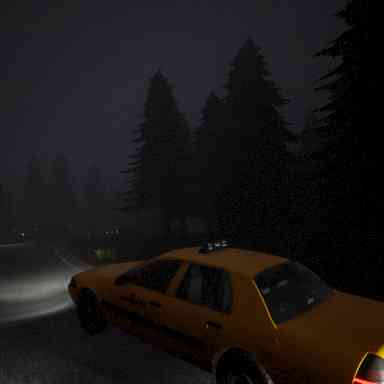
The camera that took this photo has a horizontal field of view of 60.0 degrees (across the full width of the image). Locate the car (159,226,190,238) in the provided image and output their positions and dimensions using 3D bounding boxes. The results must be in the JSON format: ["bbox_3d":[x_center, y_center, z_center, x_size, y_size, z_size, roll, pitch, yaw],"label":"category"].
[{"bbox_3d":[-2.328,5.544,46.289,1.882,1.535,5.008,-5,-8,30],"label":"car"}]

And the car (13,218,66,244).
[{"bbox_3d":[-12.717,3.260,28.449,2.150,2.045,5.566,-4,-7,7],"label":"car"}]

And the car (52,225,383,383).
[{"bbox_3d":[0.111,1.441,4.761,5.366,1.575,1.801,0,1,43],"label":"car"}]

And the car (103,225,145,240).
[{"bbox_3d":[-7.452,4.511,36.983,2.033,1.411,5.357,-4,-8,20],"label":"car"}]
